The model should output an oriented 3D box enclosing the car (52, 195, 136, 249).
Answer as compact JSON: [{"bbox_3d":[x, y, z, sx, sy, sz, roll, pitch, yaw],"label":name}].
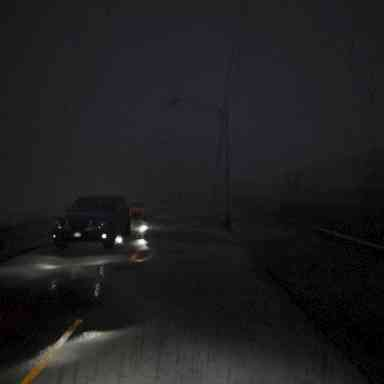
[{"bbox_3d":[-4.139,1.175,14.751,2.150,2.045,5.566,0,0,0],"label":"car"}]

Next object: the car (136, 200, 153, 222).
[{"bbox_3d":[-4.131,1.395,25.618,1.882,1.535,5.008,0,0,0],"label":"car"}]
